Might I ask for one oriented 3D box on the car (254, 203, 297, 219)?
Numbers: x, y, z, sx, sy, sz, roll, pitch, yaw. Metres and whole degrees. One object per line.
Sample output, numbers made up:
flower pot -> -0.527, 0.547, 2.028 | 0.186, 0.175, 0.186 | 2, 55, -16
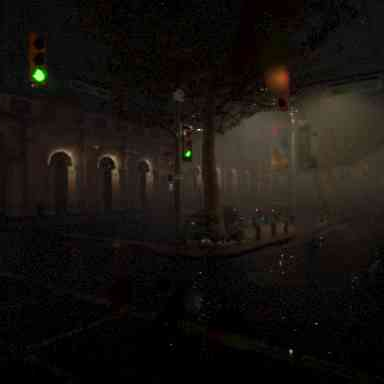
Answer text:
car -> 7.255, 1.608, 29.294 | 1.895, 1.301, 4.718 | 0, 0, 36

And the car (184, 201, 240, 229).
car -> 1.407, 1.533, 21.183 | 1.812, 1.442, 4.674 | 0, 0, 36

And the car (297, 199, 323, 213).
car -> 13.279, 1.555, 37.608 | 2.033, 1.411, 5.357 | 0, 0, 36

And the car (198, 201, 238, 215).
car -> 2.748, 1.607, 34.409 | 1.895, 1.301, 4.718 | 0, 0, 36
